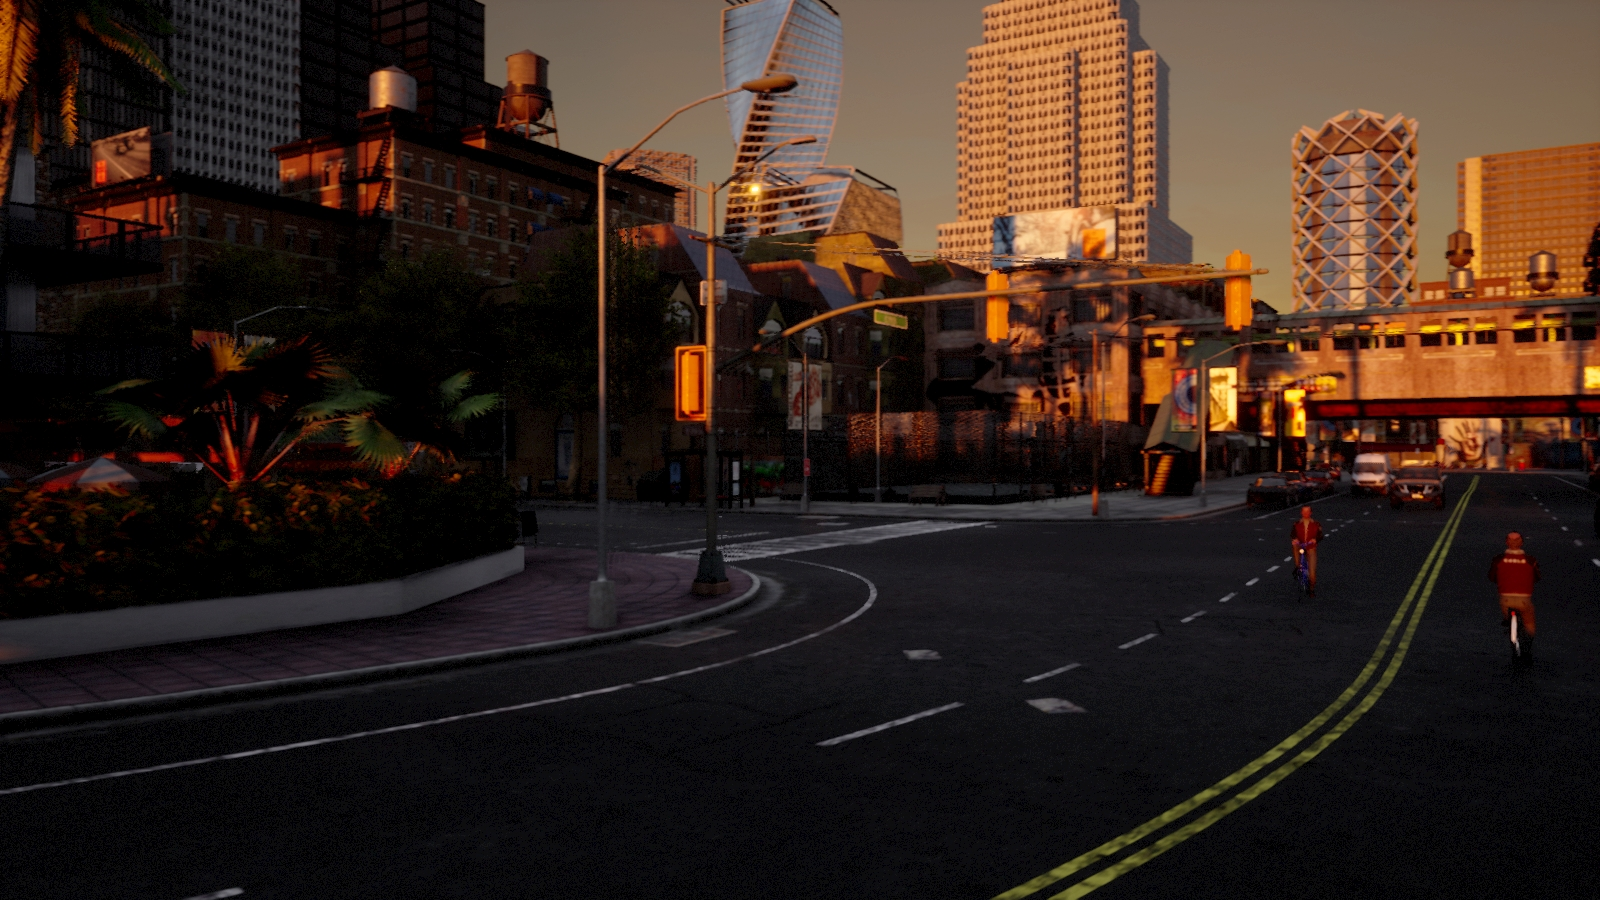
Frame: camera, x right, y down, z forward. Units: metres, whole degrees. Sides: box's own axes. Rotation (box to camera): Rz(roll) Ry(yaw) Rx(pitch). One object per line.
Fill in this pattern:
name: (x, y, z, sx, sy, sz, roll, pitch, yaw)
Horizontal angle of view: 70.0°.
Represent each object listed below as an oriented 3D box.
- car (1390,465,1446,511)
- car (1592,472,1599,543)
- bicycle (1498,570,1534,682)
car: (30.176, 1.802, 55.695, 2.150, 2.045, 5.566, 0, 0, 31)
car: (25.198, 1.764, 33.886, 2.390, 2.098, 6.274, 0, 0, 31)
bicycle: (9.205, 2.216, 14.666, 0.329, 1.171, 1.835, 0, 0, 34)
